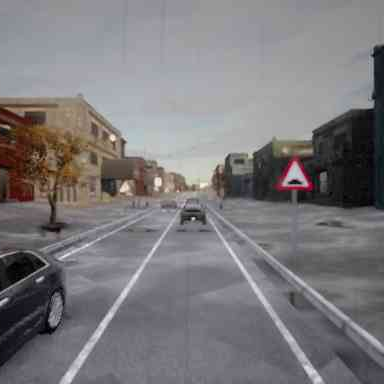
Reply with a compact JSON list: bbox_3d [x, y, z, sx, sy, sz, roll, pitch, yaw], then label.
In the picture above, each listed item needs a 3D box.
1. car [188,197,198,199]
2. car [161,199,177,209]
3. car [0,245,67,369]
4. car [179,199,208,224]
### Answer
[{"bbox_3d":[0.079,1.492,44.077,2.033,1.649,4.856,0,0,0],"label":"car"},{"bbox_3d":[-3.097,1.625,45.707,1.994,1.385,4.181,0,0,0],"label":"car"},{"bbox_3d":[-3.099,1.513,3.984,1.837,1.490,4.892,0,0,0],"label":"car"},{"bbox_3d":[0.090,1.567,25.107,1.837,1.490,4.892,0,0,0],"label":"car"}]
